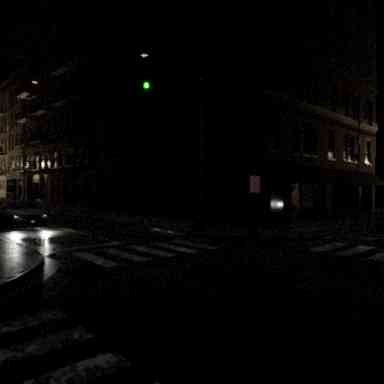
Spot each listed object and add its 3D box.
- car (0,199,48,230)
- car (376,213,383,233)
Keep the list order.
[{"bbox_3d":[-9.581,1.159,18.454,1.812,1.442,4.674,0,1,-43],"label":"car"},{"bbox_3d":[11.283,1.433,17.647,4.403,1.369,2.008,0,1,-43],"label":"car"}]
